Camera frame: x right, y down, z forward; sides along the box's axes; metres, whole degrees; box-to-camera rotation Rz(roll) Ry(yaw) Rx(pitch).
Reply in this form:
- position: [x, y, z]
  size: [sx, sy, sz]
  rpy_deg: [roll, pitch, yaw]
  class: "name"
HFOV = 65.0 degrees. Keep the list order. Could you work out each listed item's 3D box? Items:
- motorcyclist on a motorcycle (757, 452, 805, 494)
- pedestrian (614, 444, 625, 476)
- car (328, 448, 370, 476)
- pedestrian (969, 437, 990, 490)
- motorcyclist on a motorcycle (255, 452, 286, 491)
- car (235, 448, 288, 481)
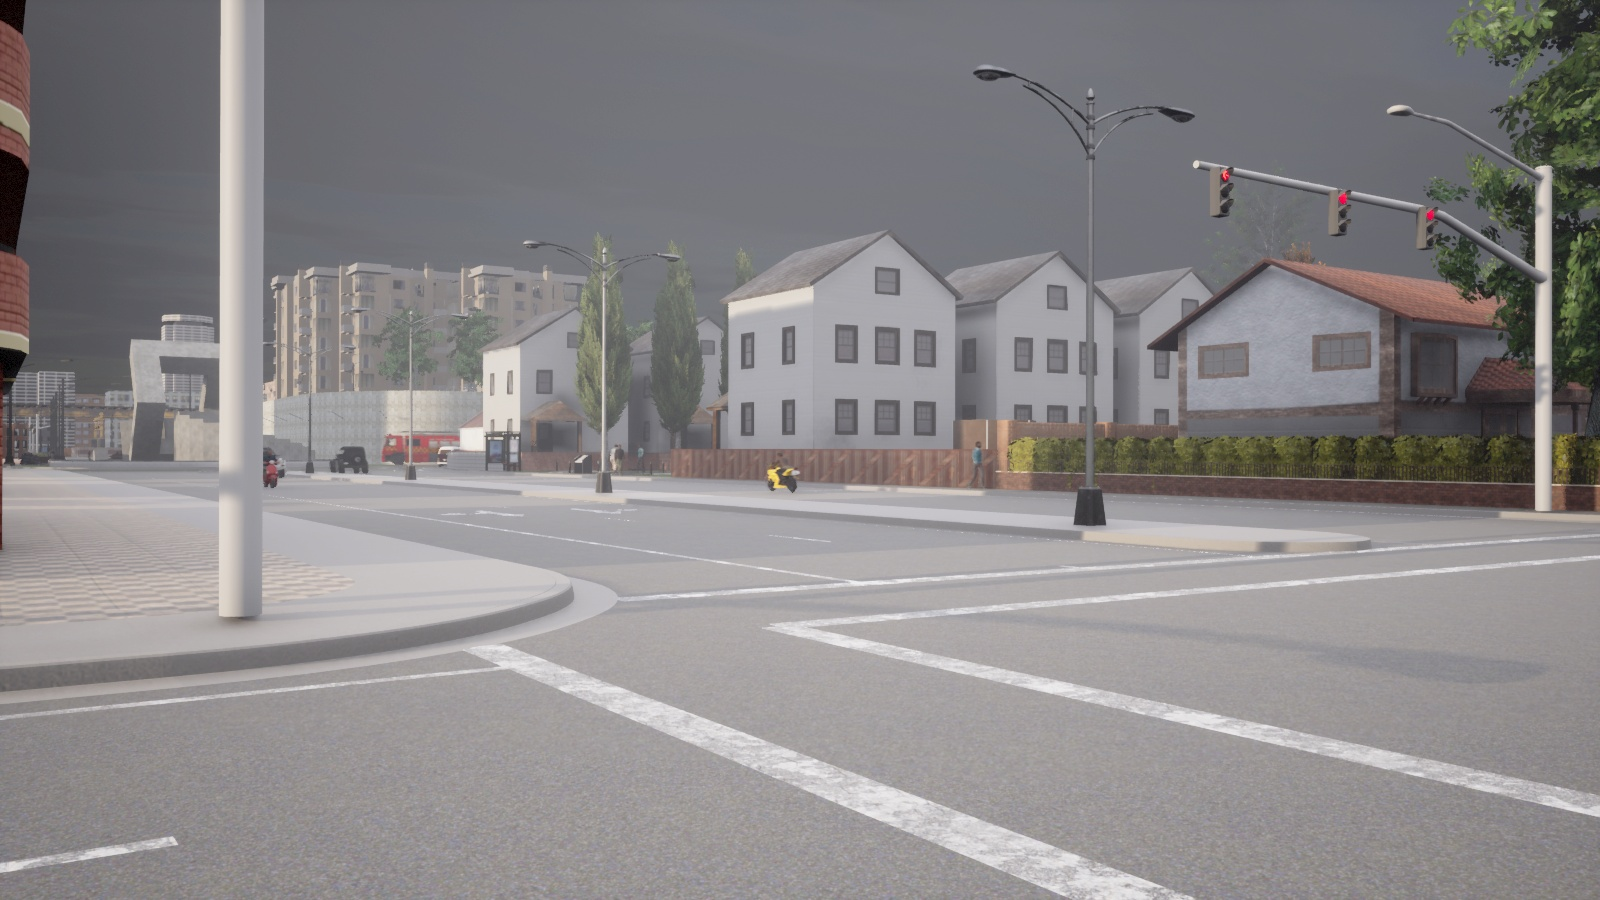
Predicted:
- position: [-0.715, 0.843, 46.874]
  size: [0.797, 1.523, 2.044]
  rpy_deg: [0, 0, -33]
  class: "motorcyclist on a motorcycle"
- position: [-10.435, 0.597, 72.697]
  size: [0.431, 1.840, 0.703]
  rpy_deg: [0, 0, -27]
  class: "pedestrian"
- position: [-31.067, 0.818, 86.467]
  size: [1.905, 1.878, 3.866]
  rpy_deg: [0, 0, -33]
  class: "car"
- position: [6.687, 0.500, 46.864]
  size: [0.396, 1.930, 0.692]
  rpy_deg: [0, 0, -38]
  class: "pedestrian"
- position: [-21.682, 0.870, 51.396]
  size: [0.866, 1.590, 1.817]
  rpy_deg: [0, 0, -33]
  class: "motorcyclist on a motorcycle"
- position: [-30.523, 0.800, 71.124]
  size: [1.932, 1.855, 4.605]
  rpy_deg: [0, 0, -33]
  class: "car"
